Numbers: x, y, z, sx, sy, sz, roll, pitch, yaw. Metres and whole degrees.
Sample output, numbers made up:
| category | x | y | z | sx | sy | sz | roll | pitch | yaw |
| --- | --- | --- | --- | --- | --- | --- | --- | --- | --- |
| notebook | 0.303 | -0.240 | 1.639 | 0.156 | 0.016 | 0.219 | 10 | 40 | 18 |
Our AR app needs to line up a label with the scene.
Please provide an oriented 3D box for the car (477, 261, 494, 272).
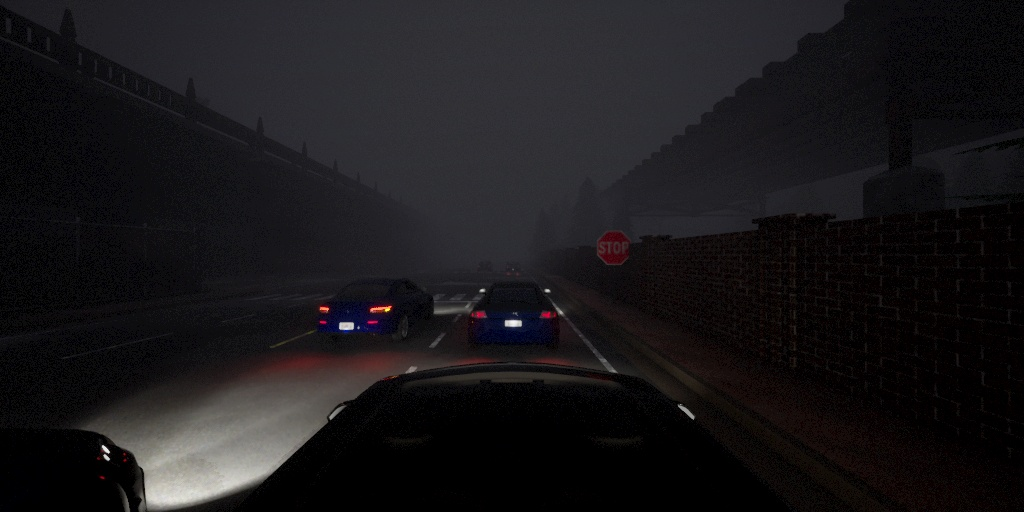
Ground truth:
| category | x | y | z | sx | sy | sz | roll | pitch | yaw |
| --- | --- | --- | --- | --- | --- | --- | --- | --- | --- |
| car | -3.392 | 1.296 | 45.817 | 2.033 | 1.411 | 5.357 | 0 | 0 | -1 |

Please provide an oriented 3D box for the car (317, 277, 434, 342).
| category | x | y | z | sx | sy | sz | roll | pitch | yaw |
| --- | --- | --- | --- | --- | --- | --- | --- | --- | --- |
| car | -3.411 | 1.276 | 9.680 | 1.812 | 1.442 | 4.674 | 0 | 0 | 0 |

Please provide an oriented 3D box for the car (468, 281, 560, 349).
| category | x | y | z | sx | sy | sz | roll | pitch | yaw |
| --- | --- | --- | --- | --- | --- | --- | --- | --- | --- |
| car | 0.070 | 1.314 | 9.157 | 1.994 | 1.385 | 4.181 | 0 | 0 | 1 |

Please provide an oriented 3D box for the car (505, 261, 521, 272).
| category | x | y | z | sx | sy | sz | roll | pitch | yaw |
| --- | --- | --- | --- | --- | --- | --- | --- | --- | --- |
| car | 0.103 | 1.350 | 45.975 | 1.895 | 1.301 | 4.718 | 0 | 0 | -1 |

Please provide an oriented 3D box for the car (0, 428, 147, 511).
| category | x | y | z | sx | sy | sz | roll | pitch | yaw |
| --- | --- | --- | --- | --- | --- | --- | --- | --- | --- |
| car | -3.398 | 1.314 | 0.584 | 1.994 | 1.385 | 4.181 | 0 | 0 | 0 |
